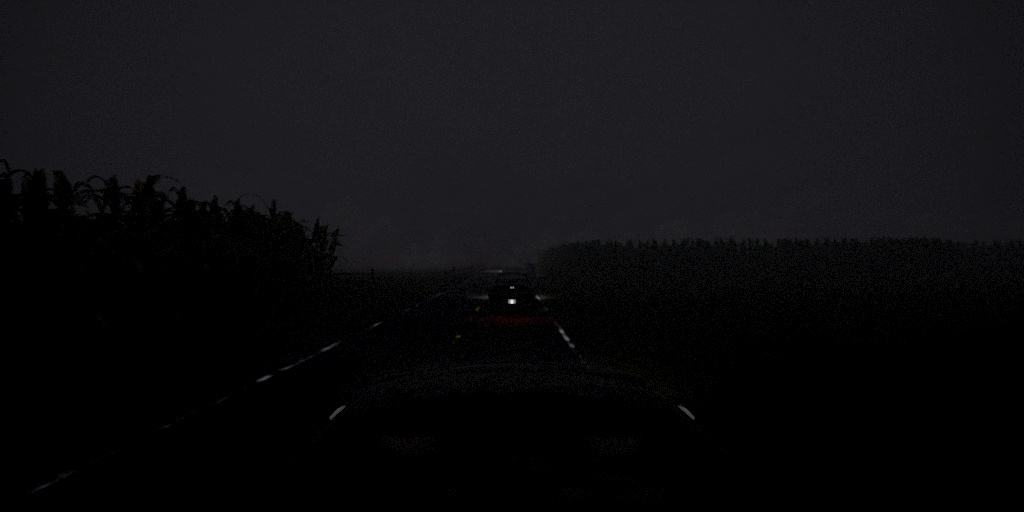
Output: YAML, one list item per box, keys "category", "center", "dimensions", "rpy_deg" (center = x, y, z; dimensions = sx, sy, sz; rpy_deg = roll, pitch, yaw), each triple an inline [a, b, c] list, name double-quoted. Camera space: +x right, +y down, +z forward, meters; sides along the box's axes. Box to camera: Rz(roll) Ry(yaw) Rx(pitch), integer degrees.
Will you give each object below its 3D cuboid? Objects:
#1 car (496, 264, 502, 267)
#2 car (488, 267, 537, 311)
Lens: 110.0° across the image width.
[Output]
- category: "car"
  center: [0.003, 1.583, 29.367]
  dimensions: [2.033, 1.411, 5.357]
  rpy_deg: [0, -1, 0]
- category: "car"
  center: [0.014, 1.398, 15.342]
  dimensions: [1.837, 1.490, 4.892]
  rpy_deg: [0, 0, 0]
